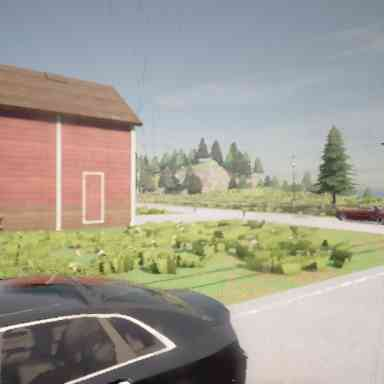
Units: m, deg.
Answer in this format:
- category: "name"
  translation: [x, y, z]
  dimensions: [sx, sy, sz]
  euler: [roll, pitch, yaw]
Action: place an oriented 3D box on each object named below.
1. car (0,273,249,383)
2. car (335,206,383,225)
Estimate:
- category: "car"
  translation: [-1.767, 1.504, 2.321]
  dimensions: [4.892, 1.490, 1.837]
  euler: [0, 0, -35]
- category: "car"
  translation: [13.166, 1.658, 24.774]
  dimensions: [1.895, 1.301, 4.718]
  euler: [0, 0, -32]
